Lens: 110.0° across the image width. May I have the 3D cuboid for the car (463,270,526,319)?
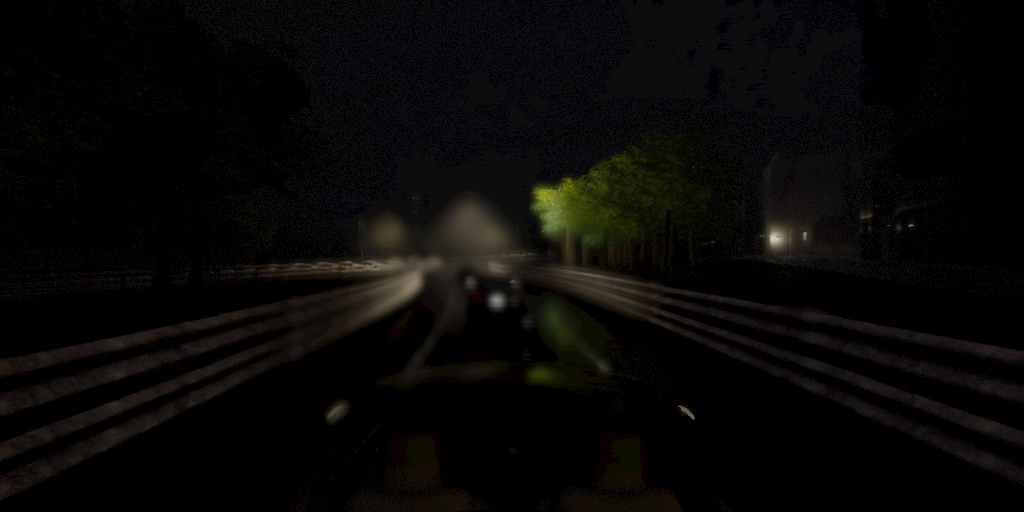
[{"bbox_3d":[-0.685,1.411,13.389,1.994,1.385,4.181,0,0,-6],"label":"car"}]

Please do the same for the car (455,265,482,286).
[{"bbox_3d":[-3.347,1.452,28.233,2.128,1.511,4.902,-1,0,-13],"label":"car"}]
